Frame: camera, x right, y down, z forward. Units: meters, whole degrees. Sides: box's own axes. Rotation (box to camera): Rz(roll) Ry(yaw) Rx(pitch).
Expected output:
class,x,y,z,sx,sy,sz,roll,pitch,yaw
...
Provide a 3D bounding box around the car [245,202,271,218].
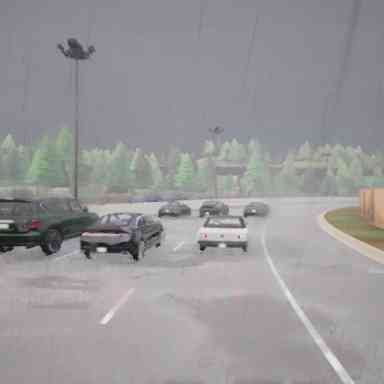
class,x,y,z,sx,sy,sz,roll,pitch,yaw
car,6.059,1.611,30.632,1.994,1.385,4.181,0,0,20

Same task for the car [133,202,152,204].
class,x,y,z,sx,sy,sz,roll,pitch,yaw
car,-6.246,1.233,46.532,2.150,2.045,5.566,0,0,27

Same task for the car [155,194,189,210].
class,x,y,z,sx,sy,sz,roll,pitch,yaw
car,-2.665,1.247,45.899,2.150,2.045,5.566,0,0,27

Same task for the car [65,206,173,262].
class,x,y,z,sx,sy,sz,roll,pitch,yaw
car,-2.323,1.492,12.218,2.128,1.511,4.902,0,0,8

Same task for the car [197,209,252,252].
class,x,y,z,sx,sy,sz,roll,pitch,yaw
car,1.451,1.618,14.058,1.895,1.301,4.718,0,0,9

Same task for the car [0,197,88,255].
class,x,y,z,sx,sy,sz,roll,pitch,yaw
car,-5.705,1.210,13.488,2.150,2.045,5.566,0,0,8

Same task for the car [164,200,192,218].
class,x,y,z,sx,sy,sz,roll,pitch,yaw
car,-1.466,1.582,30.341,1.994,1.385,4.181,0,0,19

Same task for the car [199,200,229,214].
class,x,y,z,sx,sy,sz,roll,pitch,yaw
car,2.097,1.536,29.992,1.837,1.490,4.892,0,0,19
